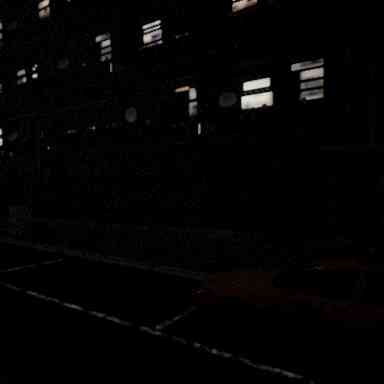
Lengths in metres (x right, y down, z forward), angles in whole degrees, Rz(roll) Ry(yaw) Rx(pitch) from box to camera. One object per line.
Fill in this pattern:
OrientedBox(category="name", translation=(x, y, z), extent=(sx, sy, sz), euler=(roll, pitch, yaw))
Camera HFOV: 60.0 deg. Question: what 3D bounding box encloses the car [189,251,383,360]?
OrientedBox(category="car", translation=(2.255, 1.530, 4.819), extent=(4.829, 1.417, 1.752), euler=(1, -1, 33))
